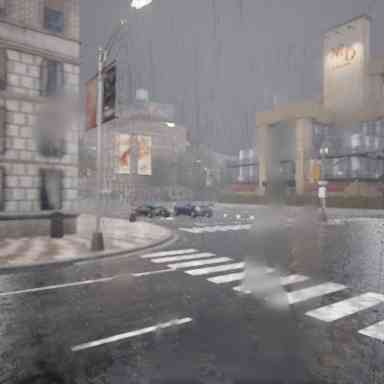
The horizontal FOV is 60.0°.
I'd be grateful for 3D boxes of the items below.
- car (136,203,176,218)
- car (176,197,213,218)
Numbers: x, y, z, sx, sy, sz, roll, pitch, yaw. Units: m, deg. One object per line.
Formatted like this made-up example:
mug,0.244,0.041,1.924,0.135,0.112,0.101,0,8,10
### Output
car,-3.826,1.765,32.505,1.994,1.385,4.181,1,-1,-36
car,0.109,1.598,33.036,2.097,1.767,4.553,1,-1,-36
